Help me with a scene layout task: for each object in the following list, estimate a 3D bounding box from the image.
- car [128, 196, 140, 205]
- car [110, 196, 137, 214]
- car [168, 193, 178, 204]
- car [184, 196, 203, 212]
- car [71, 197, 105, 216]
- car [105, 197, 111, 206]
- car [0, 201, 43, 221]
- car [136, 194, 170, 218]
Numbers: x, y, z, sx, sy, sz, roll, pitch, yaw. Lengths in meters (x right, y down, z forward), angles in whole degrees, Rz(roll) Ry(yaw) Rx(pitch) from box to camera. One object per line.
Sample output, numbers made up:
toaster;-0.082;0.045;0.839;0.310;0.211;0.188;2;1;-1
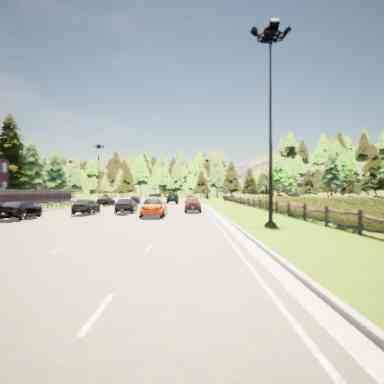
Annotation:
car;-10.761;1.509;61.883;1.837;1.490;4.892;1;0;-5
car;-6.897;1.505;35.225;1.837;1.490;4.892;0;-1;0
car;-3.850;1.225;64.508;2.150;2.045;5.566;1;0;-6
car;0.106;1.528;37.806;1.812;1.442;4.674;0;0;0
car;-10.398;1.506;32.894;1.837;1.490;4.892;0;0;0
car;-13.920;1.482;53.884;1.882;1.535;5.008;0;0;-1
car;-13.897;1.480;27.052;1.882;1.535;5.008;0;0;0
car;-3.396;1.354;29.915;2.097;1.767;4.553;0;0;0
